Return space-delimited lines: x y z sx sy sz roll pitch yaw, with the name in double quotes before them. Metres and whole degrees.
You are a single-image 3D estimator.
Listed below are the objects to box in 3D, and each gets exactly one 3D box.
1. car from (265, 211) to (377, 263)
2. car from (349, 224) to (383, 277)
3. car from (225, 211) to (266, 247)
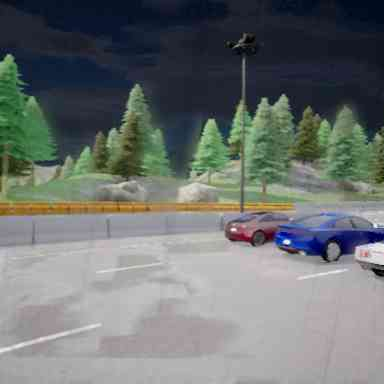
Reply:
"car" 5.326 1.489 12.002 5.008 1.535 1.882 0 0 -27
"car" 6.626 1.605 8.760 4.718 1.301 1.895 0 0 -27
"car" 3.565 1.579 15.038 4.181 1.385 1.994 0 0 -27
